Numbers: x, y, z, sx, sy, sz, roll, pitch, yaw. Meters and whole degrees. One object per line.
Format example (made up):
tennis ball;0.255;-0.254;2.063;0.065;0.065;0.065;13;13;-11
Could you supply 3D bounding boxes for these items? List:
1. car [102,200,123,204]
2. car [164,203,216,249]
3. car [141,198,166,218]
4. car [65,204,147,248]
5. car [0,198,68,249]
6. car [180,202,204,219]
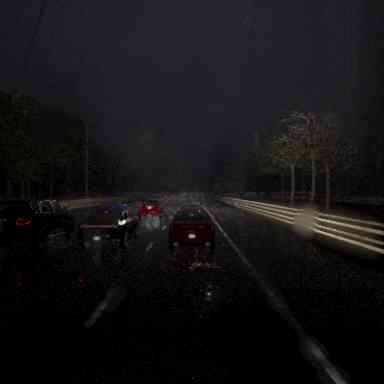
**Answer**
car;-6.999;1.473;29.650;1.882;1.535;5.008;0;0;0
car;0.001;1.481;14.650;1.882;1.535;5.008;0;0;0
car;-3.499;1.354;29.620;2.097;1.767;4.553;0;0;0
car;-3.499;1.491;14.650;2.128;1.511;4.902;0;0;0
car;-6.999;1.253;14.680;2.150;2.045;5.566;0;0;0
car;0.001;1.605;29.680;1.895;1.301;4.718;0;0;0
